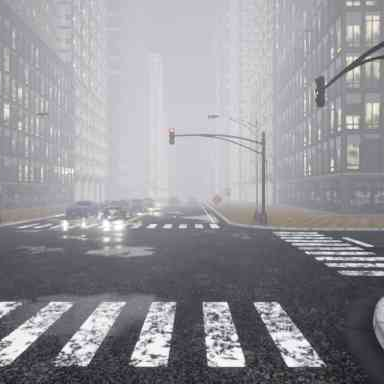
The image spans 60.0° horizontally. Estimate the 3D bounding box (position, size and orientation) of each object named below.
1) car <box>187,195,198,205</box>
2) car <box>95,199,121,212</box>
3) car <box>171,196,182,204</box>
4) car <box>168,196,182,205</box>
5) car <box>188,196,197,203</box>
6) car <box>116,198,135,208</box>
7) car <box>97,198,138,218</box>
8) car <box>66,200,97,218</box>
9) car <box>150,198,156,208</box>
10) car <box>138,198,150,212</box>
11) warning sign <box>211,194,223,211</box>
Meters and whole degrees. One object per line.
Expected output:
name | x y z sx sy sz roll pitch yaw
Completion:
car | 0.075 1.631 61.478 1.812 1.442 4.674 0 0 0
car | -9.867 1.606 39.476 1.994 1.385 4.181 0 0 0
car | -3.191 1.634 70.342 2.128 1.511 4.902 0 0 0
car | -3.176 1.578 59.933 1.882 1.535 5.008 0 0 0
car | 0.034 1.622 71.325 1.882 1.535 5.008 0 0 0
car | -9.863 1.631 49.400 1.994 1.385 4.181 0 0 0
car | -6.614 1.517 30.096 2.128 1.511 4.902 0 0 0
car | -9.868 1.503 30.343 1.882 1.535 5.008 0 0 0
car | -6.617 1.593 49.670 1.812 1.442 4.674 0 0 0
car | -6.618 1.520 39.623 1.882 1.535 5.008 0 0 0
warning sign | 2.835 1.154 37.533 1.300 1.860 1.060 0 0 0
